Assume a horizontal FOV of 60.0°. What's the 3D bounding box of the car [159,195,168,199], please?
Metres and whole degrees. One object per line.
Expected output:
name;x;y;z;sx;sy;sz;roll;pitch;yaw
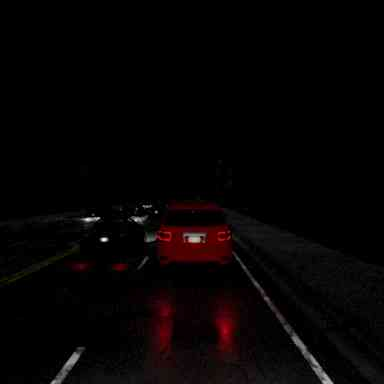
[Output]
car;-6.494;1.753;77.907;2.150;2.045;5.566;0;-1;0

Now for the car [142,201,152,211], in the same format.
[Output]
car;-3.152;1.890;32.083;2.033;1.411;5.357;0;-1;0

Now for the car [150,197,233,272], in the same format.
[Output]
car;0.077;1.339;11.301;2.150;2.045;5.566;0;0;0

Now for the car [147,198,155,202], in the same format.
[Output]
car;-9.744;2.206;77.320;2.128;1.511;4.902;0;-1;0

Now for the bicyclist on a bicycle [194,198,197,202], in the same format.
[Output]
bicyclist on a bicycle;0.897;2.430;86.986;0.866;1.612;1.509;0;-1;0

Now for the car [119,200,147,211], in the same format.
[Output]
car;-6.594;1.744;36.487;2.097;1.767;4.553;0;-1;0

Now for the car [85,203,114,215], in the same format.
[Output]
car;-9.847;1.932;35.815;2.033;1.411;5.357;0;-1;0

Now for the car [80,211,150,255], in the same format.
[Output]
car;-3.164;1.708;14.012;1.994;1.385;4.181;0;0;0

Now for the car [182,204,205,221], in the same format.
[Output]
car;0.097;1.890;32.099;2.033;1.411;5.357;0;-1;0
